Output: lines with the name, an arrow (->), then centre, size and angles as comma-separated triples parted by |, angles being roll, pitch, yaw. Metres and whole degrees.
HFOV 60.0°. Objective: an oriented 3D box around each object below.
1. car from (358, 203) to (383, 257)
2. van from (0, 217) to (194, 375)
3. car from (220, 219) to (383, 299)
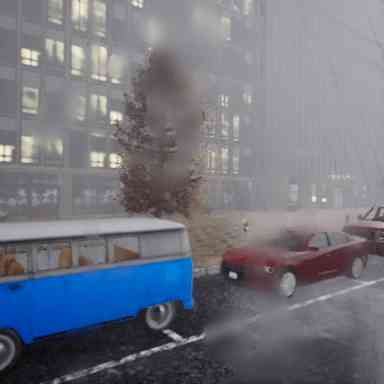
car -> 7.323, 1.333, 11.764 | 5.009, 1.841, 2.192 | 0, 1, -35
van -> -1.874, 1.343, 5.210 | 3.998, 1.788, 1.690 | 0, 1, -35
car -> 2.724, 1.555, 8.489 | 4.507, 1.381, 1.887 | 0, 1, -35
